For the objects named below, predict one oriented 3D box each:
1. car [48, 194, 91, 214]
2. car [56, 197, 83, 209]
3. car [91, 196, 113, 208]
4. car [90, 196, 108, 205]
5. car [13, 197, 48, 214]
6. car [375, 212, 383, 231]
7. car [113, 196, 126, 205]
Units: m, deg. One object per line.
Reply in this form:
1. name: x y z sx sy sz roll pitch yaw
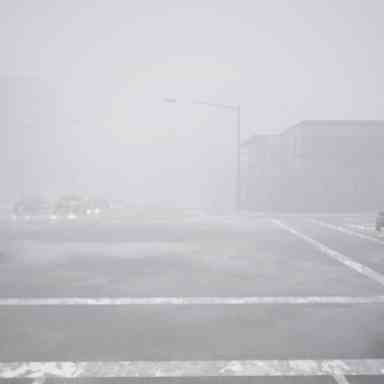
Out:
1. car: -11.454 1.071 31.452 2.097 1.767 4.553 0 0 -2
2. car: -15.361 1.363 42.046 1.895 1.301 4.718 0 -1 -2
3. car: -11.853 1.248 41.841 2.128 1.511 4.902 0 0 -2
4. car: -15.894 1.391 57.044 1.882 1.535 5.008 0 -1 -2
5. car: -14.954 1.212 31.336 2.128 1.511 4.902 0 0 -2
6. car: 9.712 1.153 12.824 4.902 1.511 2.128 -1 1 -3
7. car: -12.348 1.429 56.244 1.812 1.442 4.674 0 0 -2
